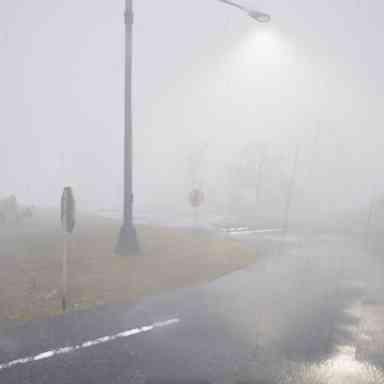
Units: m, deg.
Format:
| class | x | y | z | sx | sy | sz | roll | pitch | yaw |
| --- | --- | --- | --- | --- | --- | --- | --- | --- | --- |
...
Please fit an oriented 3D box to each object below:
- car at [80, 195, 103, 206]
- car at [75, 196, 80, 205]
| class | x | y | z | sx | sy | sz | roll | pitch | yaw |
| --- | --- | --- | --- | --- | --- | --- | --- | --- | --- |
| car | -16.149 | 1.267 | 54.013 | 2.097 | 1.767 | 4.553 | 0 | 0 | -33 |
| car | -19.385 | 1.396 | 58.745 | 2.128 | 1.511 | 4.902 | 0 | 0 | -34 |
